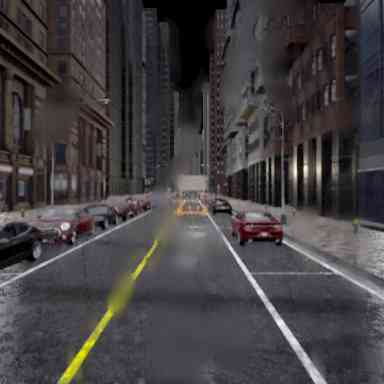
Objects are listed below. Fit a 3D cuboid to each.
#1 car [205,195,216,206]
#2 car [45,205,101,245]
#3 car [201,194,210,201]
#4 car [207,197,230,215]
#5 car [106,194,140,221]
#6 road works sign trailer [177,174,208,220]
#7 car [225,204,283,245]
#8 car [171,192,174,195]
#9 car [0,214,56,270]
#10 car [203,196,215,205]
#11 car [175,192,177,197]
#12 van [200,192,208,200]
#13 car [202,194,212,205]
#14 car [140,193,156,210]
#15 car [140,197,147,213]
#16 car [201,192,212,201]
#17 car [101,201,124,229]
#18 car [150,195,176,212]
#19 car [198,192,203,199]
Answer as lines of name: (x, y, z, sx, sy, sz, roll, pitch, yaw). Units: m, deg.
car: (2.764, 1.376, 37.322, 1.947, 1.339, 4.313, 0, 0, 0)
car: (-5.760, 1.363, 14.902, 1.967, 1.590, 4.097, 0, 0, 0)
car: (2.764, 1.181, 71.104, 1.752, 1.417, 4.829, 0, 0, 0)
car: (2.764, 1.403, 31.720, 1.947, 1.339, 4.313, 0, 0, 0)
car: (-5.760, 1.181, 26.104, 2.192, 1.841, 5.009, 0, 0, 0)
road works sign trailer: (-0.001, 0.328, 26.565, 2.380, 3.560, 2.880, 0, 0, 0)
car: (2.765, 1.467, 14.913, 1.887, 1.381, 4.507, 0, 0, 0)
car: (-5.761, 1.072, 76.520, 1.967, 1.590, 4.097, 0, 0, 0)
car: (-5.761, 1.517, 9.301, 1.947, 1.339, 4.313, 0, 0, 0)
car: (2.764, 1.313, 54.128, 1.802, 1.307, 4.206, 0, 0, 0)
car: (-5.761, 1.149, 87.724, 1.947, 1.339, 4.313, 0, 0, 0)
van: (2.764, 0.973, 76.535, 1.690, 1.788, 3.998, 0, 0, 0)
car: (2.764, 1.334, 42.923, 2.008, 1.369, 4.403, 0, 0, 0)
car: (-5.760, 1.125, 37.308, 2.192, 1.841, 5.009, 0, 0, 0)
car: (-5.761, 1.419, 31.707, 1.802, 1.307, 4.206, 0, 0, 0)
car: (2.765, 1.197, 48.525, 1.967, 1.590, 4.097, 0, 0, 0)
car: (-5.761, 1.460, 20.504, 1.947, 1.339, 4.313, 0, 0, 0)
car: (-3.095, 1.379, 36.262, 1.994, 1.385, 4.181, 0, 0, 0)
car: (2.765, 1.021, 59.729, 2.192, 1.841, 5.009, 0, 0, 0)
